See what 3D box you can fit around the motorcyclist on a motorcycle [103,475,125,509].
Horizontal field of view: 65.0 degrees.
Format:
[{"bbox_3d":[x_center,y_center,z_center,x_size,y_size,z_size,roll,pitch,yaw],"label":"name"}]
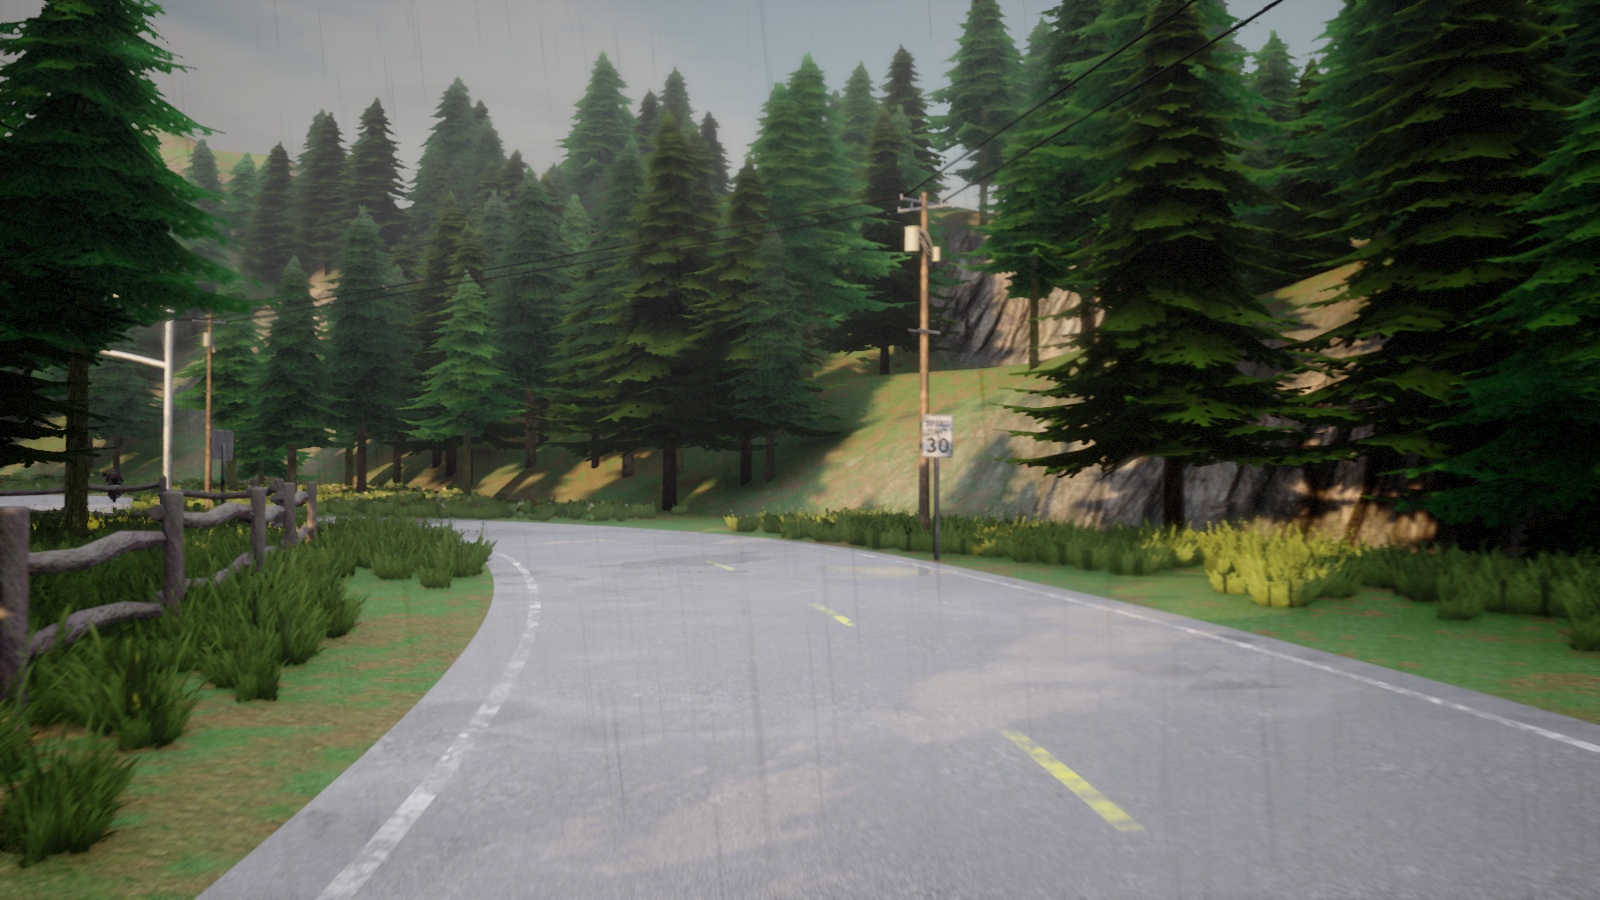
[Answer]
[{"bbox_3d":[-31.777,1.950,58.181,0.866,1.530,2.191,0,-1,-28],"label":"motorcyclist on a motorcycle"}]
